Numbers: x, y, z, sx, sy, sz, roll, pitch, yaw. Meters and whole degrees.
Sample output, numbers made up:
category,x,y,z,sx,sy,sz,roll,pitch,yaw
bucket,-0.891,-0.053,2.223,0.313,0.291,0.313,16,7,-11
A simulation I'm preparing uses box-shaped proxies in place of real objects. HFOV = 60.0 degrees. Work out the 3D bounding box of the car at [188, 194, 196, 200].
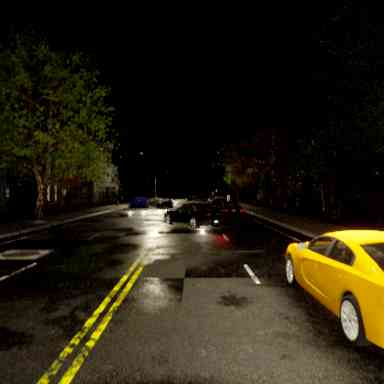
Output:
category,x,y,z,sx,sy,sz,roll,pitch,yaw
car,0.005,1.394,71.941,1.837,1.490,4.892,0,0,0

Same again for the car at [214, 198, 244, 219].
category,x,y,z,sx,sy,sz,roll,pitch,yaw
car,3.252,1.509,28.336,2.033,1.411,5.357,0,0,0

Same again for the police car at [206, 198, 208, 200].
category,x,y,z,sx,sy,sz,roll,pitch,yaw
police car,3.253,1.438,50.337,2.038,1.542,4.974,0,0,0

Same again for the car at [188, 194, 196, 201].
category,x,y,z,sx,sy,sz,roll,pitch,yaw
car,0.005,1.338,83.043,1.882,1.535,5.008,0,0,0

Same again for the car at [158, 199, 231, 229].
category,x,y,z,sx,sy,sz,roll,pitch,yaw
car,0.013,1.476,21.592,1.837,1.490,4.892,-1,1,-36

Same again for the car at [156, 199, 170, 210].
category,x,y,z,sx,sy,sz,roll,pitch,yaw
car,-3.337,1.508,41.718,1.994,1.385,4.181,0,0,0

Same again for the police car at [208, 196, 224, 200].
category,x,y,z,sx,sy,sz,roll,pitch,yaw
police car,3.252,1.372,39.446,1.930,1.638,5.238,0,0,0

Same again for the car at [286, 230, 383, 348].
category,x,y,z,sx,sy,sz,roll,pitch,yaw
car,3.250,1.469,6.335,1.882,1.535,5.008,0,0,0

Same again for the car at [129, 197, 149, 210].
category,x,y,z,sx,sy,sz,roll,pitch,yaw
car,-6.587,1.422,41.628,1.882,1.535,5.008,0,0,0
